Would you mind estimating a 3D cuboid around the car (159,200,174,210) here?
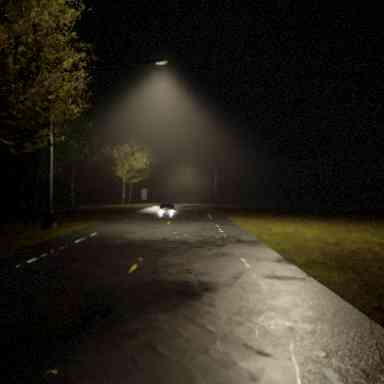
[{"bbox_3d":[-3.583,1.834,47.557,1.895,1.301,4.718,1,-1,0],"label":"car"}]
